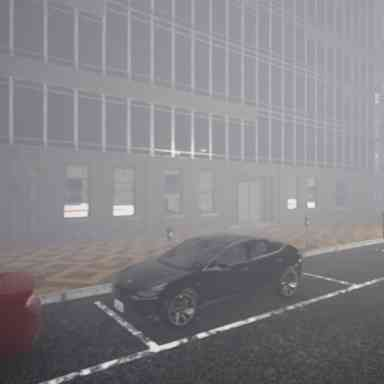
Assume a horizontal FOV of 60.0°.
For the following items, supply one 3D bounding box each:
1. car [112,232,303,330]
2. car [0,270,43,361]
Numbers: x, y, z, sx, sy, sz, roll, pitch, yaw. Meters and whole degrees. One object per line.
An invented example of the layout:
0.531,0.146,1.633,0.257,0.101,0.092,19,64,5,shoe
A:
0.533,1.566,6.939,4.313,1.339,1.947,0,0,-36,car
-4.101,1.545,3.632,4.507,1.381,1.887,0,0,-36,car
